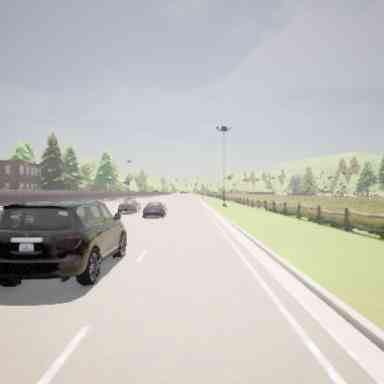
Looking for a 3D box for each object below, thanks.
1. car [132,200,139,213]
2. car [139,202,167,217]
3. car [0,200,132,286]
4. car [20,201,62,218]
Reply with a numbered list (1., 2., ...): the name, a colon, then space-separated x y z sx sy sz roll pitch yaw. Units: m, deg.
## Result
1. car: -6.912 1.566 37.150 2.033 1.411 5.357 0 0 0
2. car: -3.408 1.580 31.078 1.994 1.385 4.181 0 0 0
3. car: -3.404 1.227 9.520 2.150 2.045 5.566 0 0 0
4. car: -13.907 1.580 30.910 1.994 1.385 4.181 0 0 0
